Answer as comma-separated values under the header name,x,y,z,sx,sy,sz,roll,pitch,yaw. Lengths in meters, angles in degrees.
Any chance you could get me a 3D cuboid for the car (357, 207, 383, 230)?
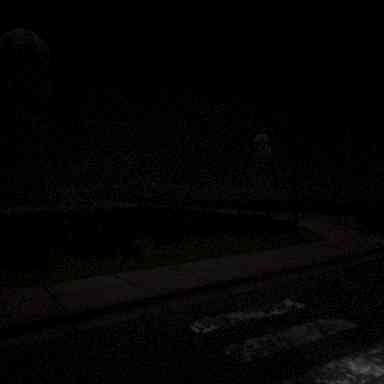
name,x,y,z,sx,sy,sz,roll,pitch,yaw
car,11.296,1.561,18.710,2.033,1.411,5.357,0,0,3
